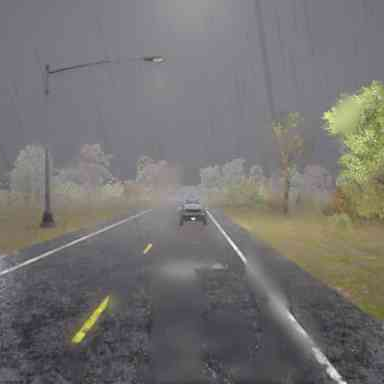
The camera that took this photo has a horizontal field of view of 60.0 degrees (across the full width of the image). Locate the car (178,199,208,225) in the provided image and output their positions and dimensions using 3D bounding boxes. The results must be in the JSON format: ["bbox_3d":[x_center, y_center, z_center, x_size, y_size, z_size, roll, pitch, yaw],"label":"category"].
[{"bbox_3d":[0.090,1.499,24.158,1.837,1.490,4.892,0,0,0],"label":"car"}]
